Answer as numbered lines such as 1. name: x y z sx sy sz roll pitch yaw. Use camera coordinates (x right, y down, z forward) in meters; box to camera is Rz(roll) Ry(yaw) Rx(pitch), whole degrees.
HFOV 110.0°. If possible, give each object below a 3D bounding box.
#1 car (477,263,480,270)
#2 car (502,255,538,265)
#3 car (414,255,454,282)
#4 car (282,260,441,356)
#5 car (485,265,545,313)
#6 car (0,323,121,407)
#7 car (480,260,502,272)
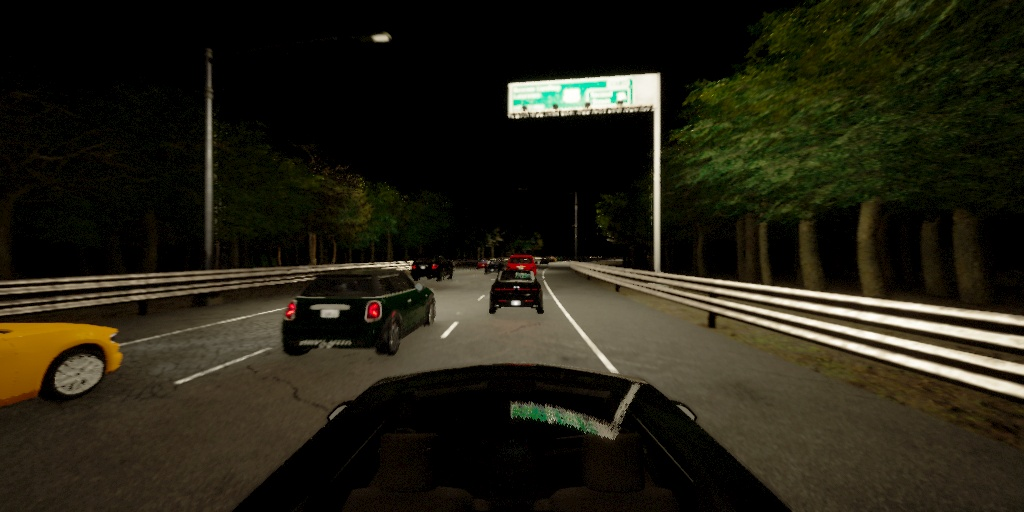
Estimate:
1. car: -3.881 1.291 53.463 1.994 1.385 4.181 0 0 7
2. car: 0.762 0.969 27.149 2.150 2.045 5.566 0 0 3
3. car: -6.177 0.942 28.364 2.150 2.045 5.566 0 0 4
4. car: -3.346 1.095 8.800 2.097 1.767 4.553 0 0 1
5. car: 0.195 1.256 13.934 1.837 1.490 4.892 0 0 2
6. car: -6.946 1.204 3.385 1.882 1.535 5.008 0 0 1
7. car: -1.811 1.229 39.217 2.128 1.511 4.902 0 0 5
